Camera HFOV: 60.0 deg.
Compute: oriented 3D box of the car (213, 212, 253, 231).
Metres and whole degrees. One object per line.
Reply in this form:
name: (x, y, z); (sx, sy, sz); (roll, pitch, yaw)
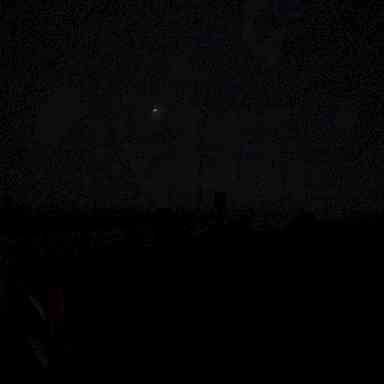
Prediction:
car: (3.488, 2.419, 28.264); (1.812, 1.442, 4.674); (3, 0, 36)
